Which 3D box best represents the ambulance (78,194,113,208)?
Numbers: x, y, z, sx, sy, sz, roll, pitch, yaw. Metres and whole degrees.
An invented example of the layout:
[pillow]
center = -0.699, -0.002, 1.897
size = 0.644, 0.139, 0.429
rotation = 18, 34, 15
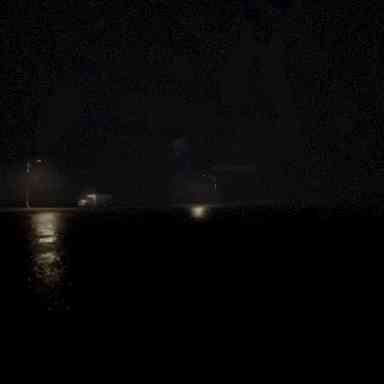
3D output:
[ambulance]
center = -17.546, 1.626, 60.580
size = 2.351, 2.431, 6.366
rotation = 1, 0, 36
